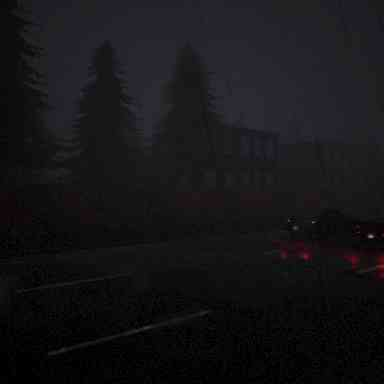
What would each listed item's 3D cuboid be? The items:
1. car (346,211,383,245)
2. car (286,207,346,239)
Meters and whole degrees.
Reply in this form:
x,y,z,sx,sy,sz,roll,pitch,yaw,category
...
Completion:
x,y,z,sx,sy,sz,roll,pitch,yaw,category
8.832,1.510,14.213,4.674,1.442,1.812,0,0,-35,car
6.803,1.509,17.066,4.674,1.442,1.812,0,0,-35,car
